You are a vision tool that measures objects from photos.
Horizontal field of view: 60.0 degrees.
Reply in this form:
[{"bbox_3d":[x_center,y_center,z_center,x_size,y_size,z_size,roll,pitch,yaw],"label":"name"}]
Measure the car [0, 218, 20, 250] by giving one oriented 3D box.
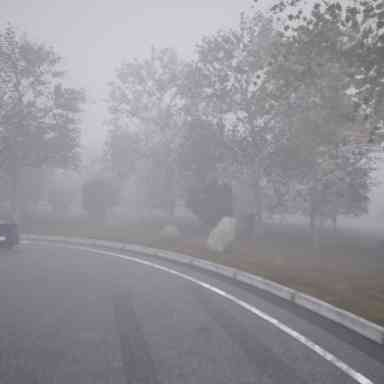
[{"bbox_3d":[-9.133,1.594,13.374,5.008,1.535,1.882,-1,0,28],"label":"car"}]
